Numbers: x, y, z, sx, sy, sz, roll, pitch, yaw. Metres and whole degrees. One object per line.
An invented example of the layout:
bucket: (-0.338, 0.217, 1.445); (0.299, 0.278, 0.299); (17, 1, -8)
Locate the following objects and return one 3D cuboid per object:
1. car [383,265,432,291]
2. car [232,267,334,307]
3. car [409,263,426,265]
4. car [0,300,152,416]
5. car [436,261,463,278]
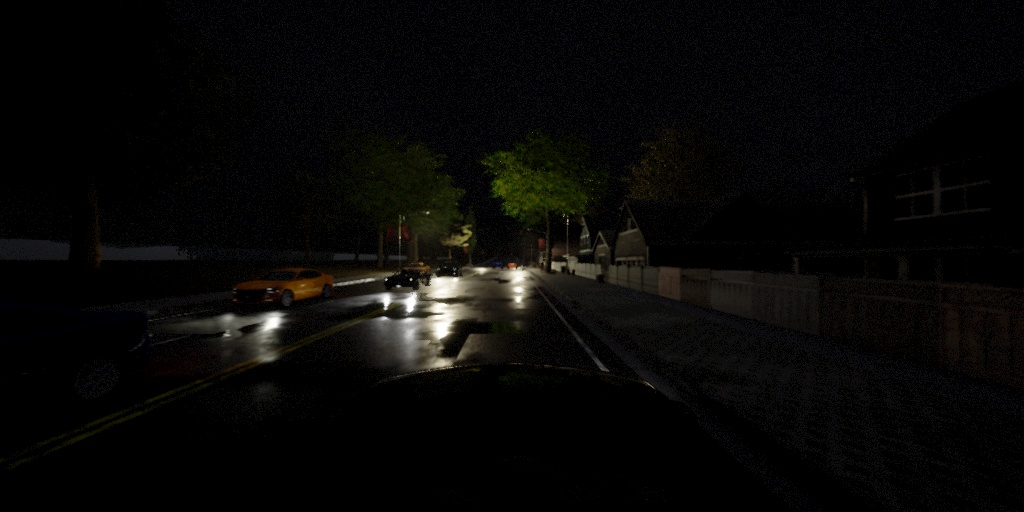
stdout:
car: (-6.514, 1.443, 22.839); (1.895, 1.301, 4.718); (0, 0, 1)
car: (-9.818, 1.271, 15.824); (1.882, 1.535, 5.008); (0, 0, 0)
car: (-9.745, 1.431, 36.700); (1.882, 1.535, 5.008); (0, -1, 1)
car: (-6.598, 1.227, 3.480); (1.882, 1.535, 5.008); (0, 0, 0)
car: (-6.486, 1.315, 37.521); (2.097, 1.767, 4.553); (0, 0, 1)
